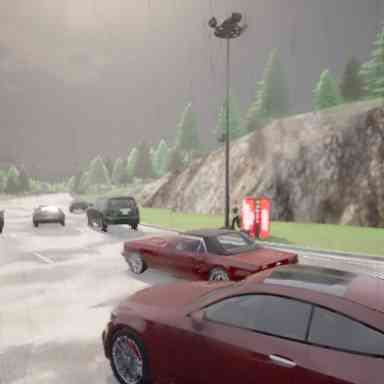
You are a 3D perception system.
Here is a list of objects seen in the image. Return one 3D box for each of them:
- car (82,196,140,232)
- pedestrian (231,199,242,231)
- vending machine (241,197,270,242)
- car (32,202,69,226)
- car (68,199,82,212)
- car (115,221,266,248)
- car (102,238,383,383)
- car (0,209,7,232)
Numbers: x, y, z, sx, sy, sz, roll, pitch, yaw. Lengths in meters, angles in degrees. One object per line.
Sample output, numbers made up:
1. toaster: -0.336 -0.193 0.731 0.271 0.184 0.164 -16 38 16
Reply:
1. car: -5.053 1.264 20.935 2.150 2.045 5.566 0 0 -30
2. pedestrian: 2.127 1.216 16.306 0.375 1.860 0.375 1 0 -41
3. vending machine: 3.091 1.276 16.178 1.100 2.100 0.880 1 0 -43
4. car: -10.166 1.580 23.490 1.994 1.385 4.181 0 0 -27
5. car: -13.282 1.553 38.629 1.837 1.490 4.892 0 0 -24
6. car: 0.198 1.636 8.742 4.718 1.301 1.895 0 0 42
7. car: 1.042 1.548 3.561 4.674 1.442 1.812 0 0 37
8. car: -11.932 1.481 19.282 2.128 1.511 4.902 0 0 -29
